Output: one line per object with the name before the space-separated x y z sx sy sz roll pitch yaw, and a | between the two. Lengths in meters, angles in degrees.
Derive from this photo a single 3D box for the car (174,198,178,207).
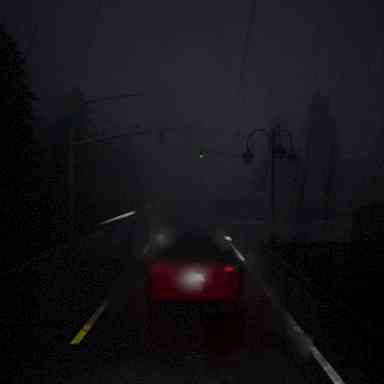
car | -3.675 1.730 51.776 2.033 1.411 5.357 0 0 0

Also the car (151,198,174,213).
car | -3.661 1.630 39.107 2.128 1.511 4.902 0 0 0

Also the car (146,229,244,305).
car | 0.068 1.593 8.226 1.994 1.385 4.181 0 0 0
